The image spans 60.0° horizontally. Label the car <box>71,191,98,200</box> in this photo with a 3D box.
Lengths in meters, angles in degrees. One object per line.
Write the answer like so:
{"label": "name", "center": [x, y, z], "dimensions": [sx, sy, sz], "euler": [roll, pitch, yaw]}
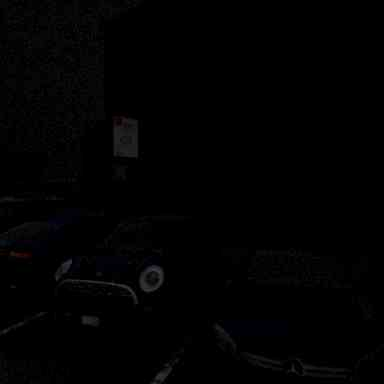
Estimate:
{"label": "car", "center": [-21.058, 0.643, 65.061], "dimensions": [4.553, 1.767, 2.185], "euler": [-1, 0, 16]}

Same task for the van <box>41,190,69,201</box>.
{"label": "van", "center": [-24.766, 0.602, 60.229], "dimensions": [4.442, 1.987, 1.878], "euler": [-1, 0, 16]}

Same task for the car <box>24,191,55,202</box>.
{"label": "car", "center": [-26.462, 0.730, 57.775], "dimensions": [4.553, 1.767, 2.185], "euler": [-1, 0, 16]}

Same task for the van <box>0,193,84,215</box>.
{"label": "van", "center": [-5.530, 1.138, 10.706], "dimensions": [1.878, 1.987, 4.442], "euler": [0, 0, 18]}

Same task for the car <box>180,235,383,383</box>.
{"label": "car", "center": [1.574, 1.462, 5.091], "dimensions": [2.002, 1.452, 4.674], "euler": [1, 0, 18]}

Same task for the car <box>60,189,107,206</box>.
{"label": "car", "center": [-14.688, 0.733, 45.135], "dimensions": [5.566, 2.045, 2.435], "euler": [1, 1, 16]}

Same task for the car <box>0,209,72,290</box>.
{"label": "car", "center": [-3.190, 1.383, 8.756], "dimensions": [2.097, 1.535, 5.008], "euler": [0, 0, 18]}

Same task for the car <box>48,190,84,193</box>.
{"label": "car", "center": [-16.434, 0.761, 42.746], "dimensions": [5.566, 2.045, 2.435], "euler": [1, 1, 16]}

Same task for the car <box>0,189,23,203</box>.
{"label": "car", "center": [-30.024, 0.662, 52.873], "dimensions": [5.566, 2.045, 2.435], "euler": [-1, 0, 16]}

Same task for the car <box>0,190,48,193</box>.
{"label": "car", "center": [-19.865, 0.817, 37.966], "dimensions": [5.566, 2.045, 2.435], "euler": [1, 1, 16]}

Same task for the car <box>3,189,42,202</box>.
{"label": "car", "center": [-28.187, 0.632, 55.321], "dimensions": [5.566, 2.045, 2.435], "euler": [-1, 0, 16]}

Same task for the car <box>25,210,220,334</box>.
{"label": "car", "center": [-0.787, 1.276, 6.954], "dimensions": [2.185, 1.767, 4.553], "euler": [1, 0, 18]}
